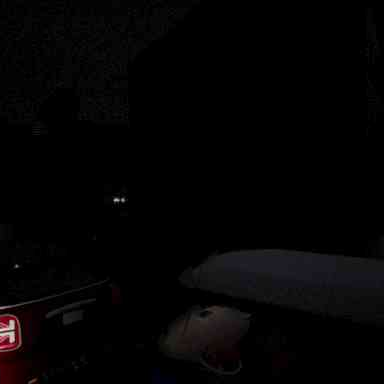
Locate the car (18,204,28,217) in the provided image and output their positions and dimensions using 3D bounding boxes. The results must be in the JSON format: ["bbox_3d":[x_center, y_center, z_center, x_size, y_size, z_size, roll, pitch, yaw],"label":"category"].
[{"bbox_3d":[-16.121,1.536,28.670,2.033,1.411,5.357,-1,0,35],"label":"car"}]

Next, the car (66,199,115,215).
[{"bbox_3d":[-9.763,1.432,32.537,1.882,1.535,5.008,-1,0,35],"label":"car"}]

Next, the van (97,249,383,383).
[{"bbox_3d":[1.504,1.341,1.746,3.998,1.788,1.690,0,0,35],"label":"van"}]

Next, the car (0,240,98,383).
[{"bbox_3d":[-2.925,1.441,4.901,4.097,1.590,1.967,0,0,35],"label":"car"}]
